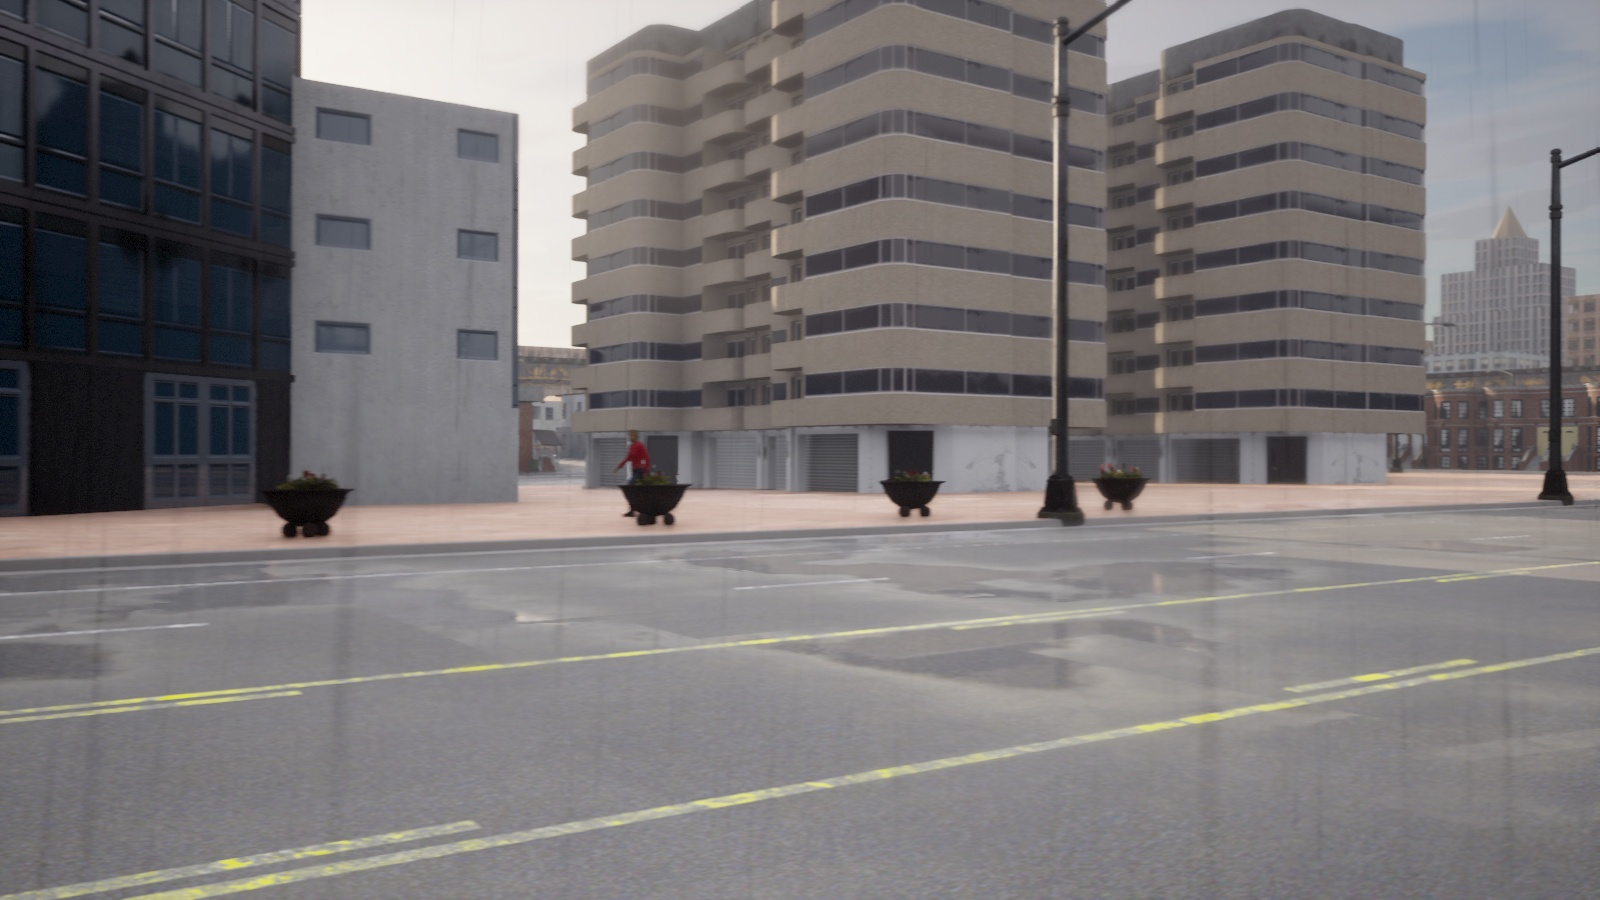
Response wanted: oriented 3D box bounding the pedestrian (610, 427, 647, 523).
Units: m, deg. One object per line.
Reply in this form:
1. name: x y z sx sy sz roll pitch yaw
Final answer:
1. pedestrian: -3.351 0.483 24.498 0.636 1.846 0.331 0 0 -32

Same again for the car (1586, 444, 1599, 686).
1. car: 7.637 0.725 8.616 5.008 1.535 1.882 0 0 -33
